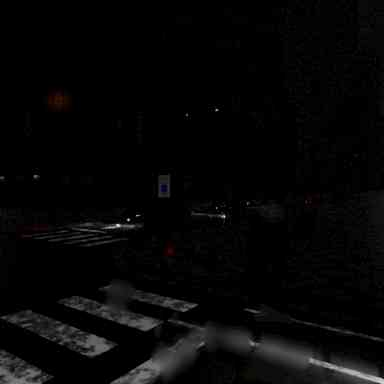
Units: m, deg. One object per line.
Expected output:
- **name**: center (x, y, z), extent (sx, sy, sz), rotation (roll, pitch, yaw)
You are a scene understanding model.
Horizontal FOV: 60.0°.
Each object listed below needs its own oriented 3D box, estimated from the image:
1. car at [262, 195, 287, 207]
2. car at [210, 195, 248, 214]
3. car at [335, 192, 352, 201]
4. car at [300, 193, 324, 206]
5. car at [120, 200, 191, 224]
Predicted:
- **car**: center (9.731, 1.024, 39.325), extent (1.994, 1.385, 4.181), rotation (0, 1, 36)
- **car**: center (3.516, 1.107, 30.642), extent (1.837, 1.490, 4.892), rotation (0, 1, 36)
- **car**: center (25.362, 0.654, 55.720), extent (1.882, 1.535, 5.008), rotation (0, 1, 36)
- **car**: center (14.797, 0.920, 40.931), extent (1.837, 1.490, 4.892), rotation (0, 0, 36)
- **car**: center (-2.259, 1.283, 22.504), extent (2.033, 1.411, 5.357), rotation (0, 1, 38)
